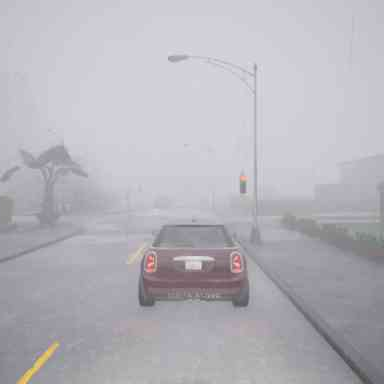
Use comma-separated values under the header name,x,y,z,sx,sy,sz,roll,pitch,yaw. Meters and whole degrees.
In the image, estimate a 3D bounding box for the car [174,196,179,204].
name,x,y,z,sx,sy,sz,roll,pitch,yaw
car,-4.001,1.532,62.274,2.033,1.411,5.357,0,0,1

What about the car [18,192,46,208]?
name,x,y,z,sx,sy,sz,roll,pitch,yaw
car,-19.729,0.975,42.014,1.905,1.878,3.866,0,0,35

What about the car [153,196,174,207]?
name,x,y,z,sx,sy,sz,roll,pitch,yaw
car,-4.060,1.341,45.531,2.097,1.767,4.553,0,0,0

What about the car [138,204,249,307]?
name,x,y,z,sx,sy,sz,roll,pitch,yaw
car,0.050,1.350,8.139,2.097,1.767,4.553,0,0,1
